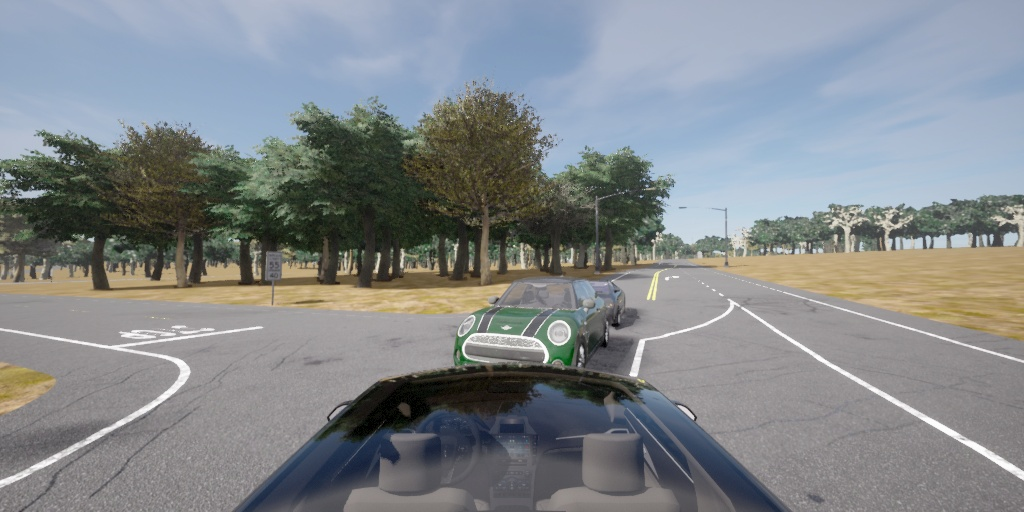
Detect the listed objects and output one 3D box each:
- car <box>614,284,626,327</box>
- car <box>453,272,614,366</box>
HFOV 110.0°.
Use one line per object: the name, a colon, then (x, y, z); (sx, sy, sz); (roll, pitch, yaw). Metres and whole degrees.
car: (2.920, 1.553, 12.833); (1.994, 1.385, 4.181); (-2, 0, 22)
car: (0.690, 1.221, 7.402); (2.097, 1.767, 4.553); (-1, -2, 22)
